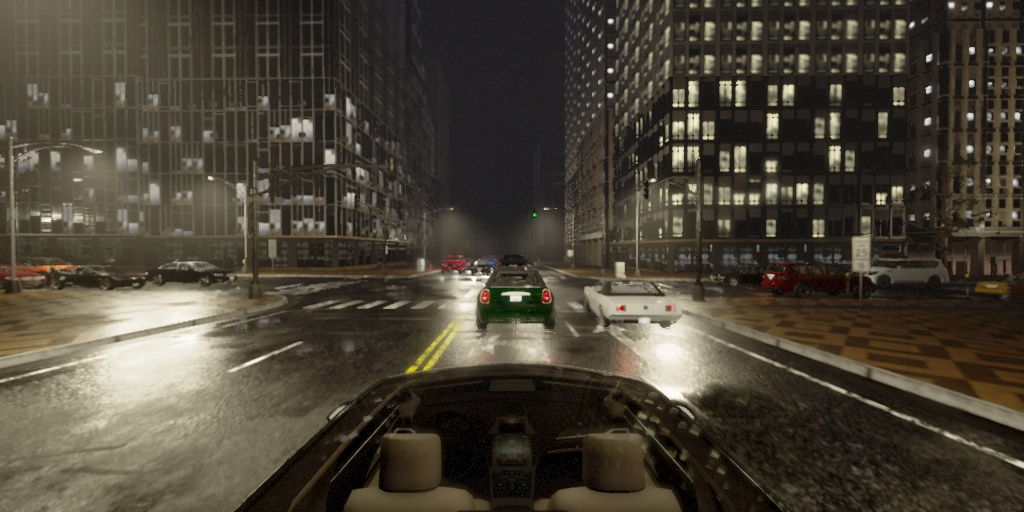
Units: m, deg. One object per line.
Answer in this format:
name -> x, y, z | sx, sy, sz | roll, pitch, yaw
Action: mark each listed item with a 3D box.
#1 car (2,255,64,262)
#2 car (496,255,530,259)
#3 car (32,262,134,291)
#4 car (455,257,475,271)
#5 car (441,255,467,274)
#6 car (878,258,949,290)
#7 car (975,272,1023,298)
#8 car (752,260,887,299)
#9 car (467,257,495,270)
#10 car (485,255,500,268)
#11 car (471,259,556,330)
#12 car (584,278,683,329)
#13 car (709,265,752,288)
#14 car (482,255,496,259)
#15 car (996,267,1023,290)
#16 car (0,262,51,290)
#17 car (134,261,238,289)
car -> -29.429, 0.862, 22.489 | 4.553, 1.767, 2.097 | 1, 1, 1
car -> 0.116, 0.901, 29.036 | 2.150, 2.045, 5.566 | 1, 0, 0
car -> -22.732, 1.180, 19.647 | 4.313, 1.339, 1.948 | 0, 0, 1
car -> -6.566, 1.063, 50.458 | 2.097, 1.767, 4.553 | 0, 0, 0
car -> -6.601, 0.943, 40.860 | 2.150, 2.045, 5.566 | 0, 0, 0
car -> 26.422, 1.179, 24.721 | 5.566, 2.045, 2.150 | 1, 1, 1
car -> 27.641, 1.585, 18.927 | 4.829, 1.417, 1.751 | 0, 0, 1
car -> 16.192, 1.276, 19.123 | 5.009, 1.841, 2.192 | 0, 0, 1
car -> -3.347, 1.215, 39.328 | 2.128, 1.511, 4.902 | 0, 0, 0
car -> -3.255, 0.920, 60.192 | 2.150, 2.045, 5.566 | 0, 0, 0
car -> 0.100, 1.097, 11.218 | 2.097, 1.767, 4.553 | 0, 0, 0
car -> 3.467, 1.346, 11.272 | 1.895, 1.301, 4.718 | 0, 0, 3
car -> 16.346, 1.374, 24.894 | 4.892, 1.490, 1.837 | 1, 1, 1
car -> -3.328, 0.934, 49.491 | 2.150, 2.045, 5.566 | 0, 0, 0
car -> 36.733, 1.573, 24.539 | 4.674, 1.442, 1.812 | 1, 1, 1
car -> -28.417, 1.144, 19.780 | 4.207, 1.307, 1.802 | 0, 0, 1
car -> -19.811, 1.088, 22.295 | 4.902, 1.511, 2.128 | 1, 1, 1
